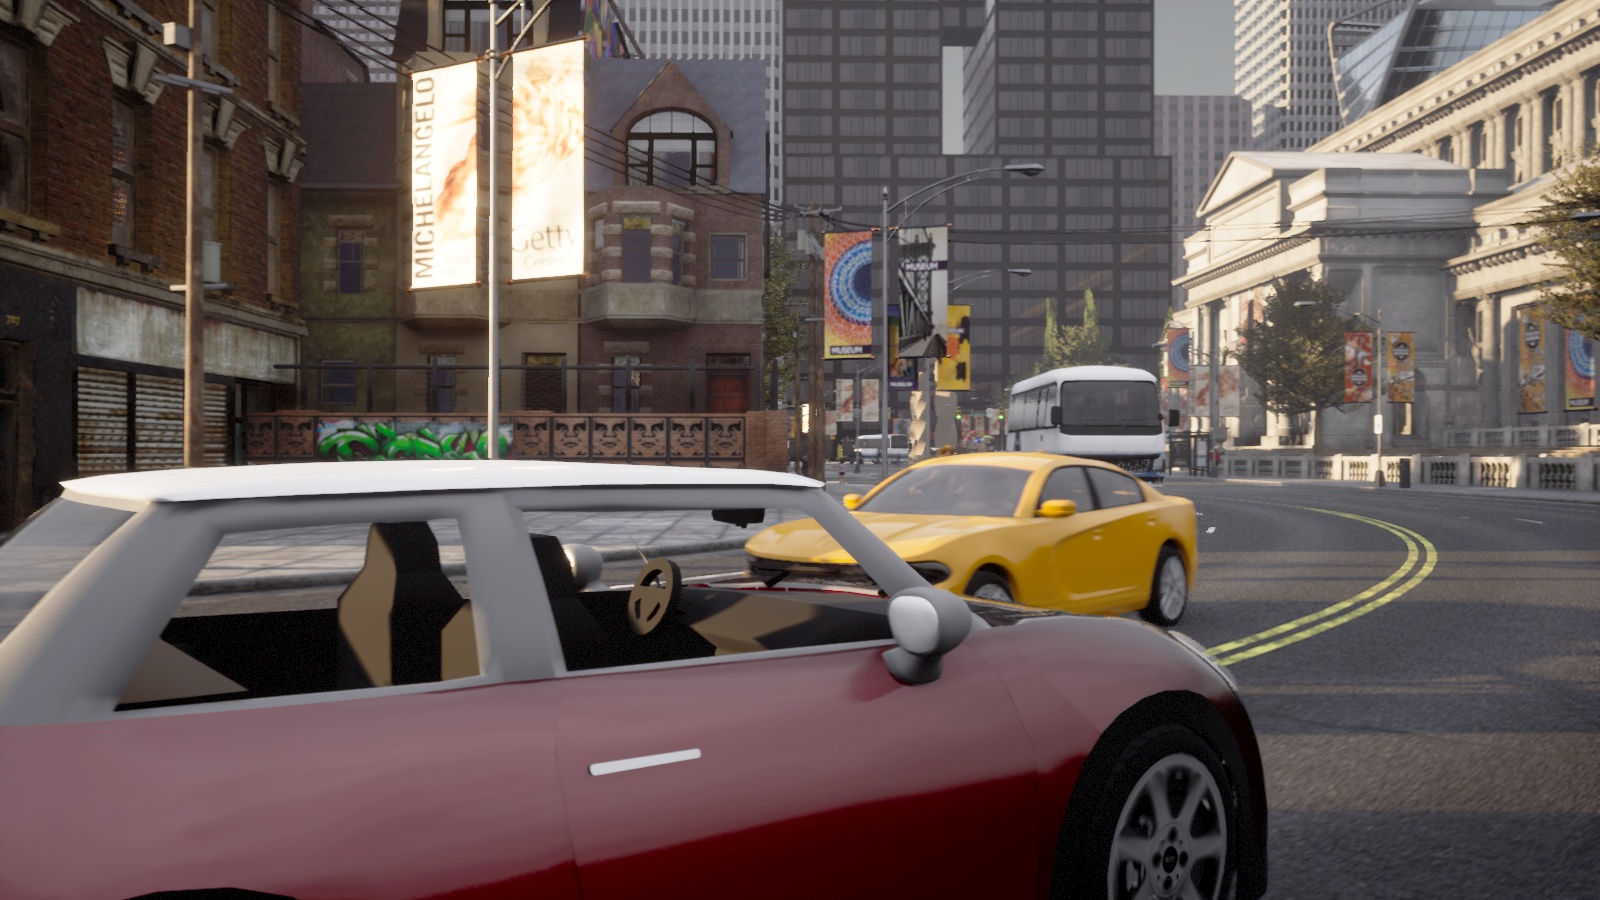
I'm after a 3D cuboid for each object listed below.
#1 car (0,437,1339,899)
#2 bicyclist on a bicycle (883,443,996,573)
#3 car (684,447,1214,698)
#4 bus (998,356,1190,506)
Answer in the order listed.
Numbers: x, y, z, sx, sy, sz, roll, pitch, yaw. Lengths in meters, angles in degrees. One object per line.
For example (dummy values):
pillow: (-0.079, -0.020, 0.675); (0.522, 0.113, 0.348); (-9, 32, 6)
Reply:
car: (-0.455, 0.723, 3.484); (3.806, 1.475, 1.970); (0, 0, -37)
bicyclist on a bicycle: (1.846, 0.730, 16.487); (0.866, 1.612, 1.509); (-1, -1, 33)
car: (1.494, 0.752, 10.202); (1.882, 1.535, 5.008); (0, 0, 39)
bus: (9.193, -0.523, 40.974); (3.944, 4.253, 10.273); (0, 0, 1)
